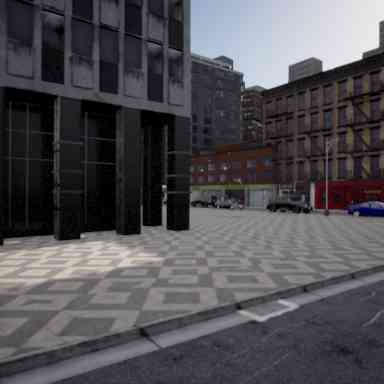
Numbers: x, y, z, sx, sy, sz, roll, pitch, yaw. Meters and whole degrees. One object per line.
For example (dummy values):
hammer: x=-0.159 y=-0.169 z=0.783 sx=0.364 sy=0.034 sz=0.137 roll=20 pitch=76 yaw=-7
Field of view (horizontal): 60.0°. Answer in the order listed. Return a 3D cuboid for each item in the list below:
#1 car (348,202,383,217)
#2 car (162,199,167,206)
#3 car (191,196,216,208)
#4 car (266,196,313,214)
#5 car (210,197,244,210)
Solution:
car: x=17.094 y=1.664 z=30.754 sx=1.882 sy=1.535 sz=5.008 roll=0 pitch=-1 yaw=-37
car: x=-4.103 y=1.937 z=64.983 sx=1.837 sy=1.490 sz=4.892 roll=0 pitch=0 yaw=-36
car: x=2.111 y=1.615 z=56.580 sx=2.150 sy=2.045 sz=5.566 roll=0 pitch=-1 yaw=-36
car: x=11.250 y=1.478 z=38.757 sx=2.150 sy=2.045 sz=5.566 roll=0 pitch=-1 yaw=-36
car: x=5.218 y=1.812 z=47.014 sx=2.128 sy=1.511 sz=4.902 roll=0 pitch=-1 yaw=-36
